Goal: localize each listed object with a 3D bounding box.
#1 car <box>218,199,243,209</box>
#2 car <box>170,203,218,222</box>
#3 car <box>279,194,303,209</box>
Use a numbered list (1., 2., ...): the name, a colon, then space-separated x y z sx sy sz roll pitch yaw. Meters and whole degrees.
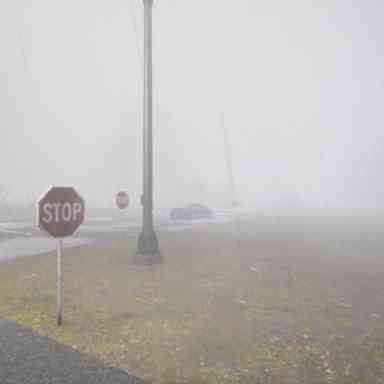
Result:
1. car: 5.612 1.677 48.479 2.033 1.411 5.357 0 0 34
2. car: 0.018 1.608 27.473 1.812 1.442 4.674 0 0 34
3. car: 14.723 1.383 49.497 2.150 2.045 5.566 0 0 34
